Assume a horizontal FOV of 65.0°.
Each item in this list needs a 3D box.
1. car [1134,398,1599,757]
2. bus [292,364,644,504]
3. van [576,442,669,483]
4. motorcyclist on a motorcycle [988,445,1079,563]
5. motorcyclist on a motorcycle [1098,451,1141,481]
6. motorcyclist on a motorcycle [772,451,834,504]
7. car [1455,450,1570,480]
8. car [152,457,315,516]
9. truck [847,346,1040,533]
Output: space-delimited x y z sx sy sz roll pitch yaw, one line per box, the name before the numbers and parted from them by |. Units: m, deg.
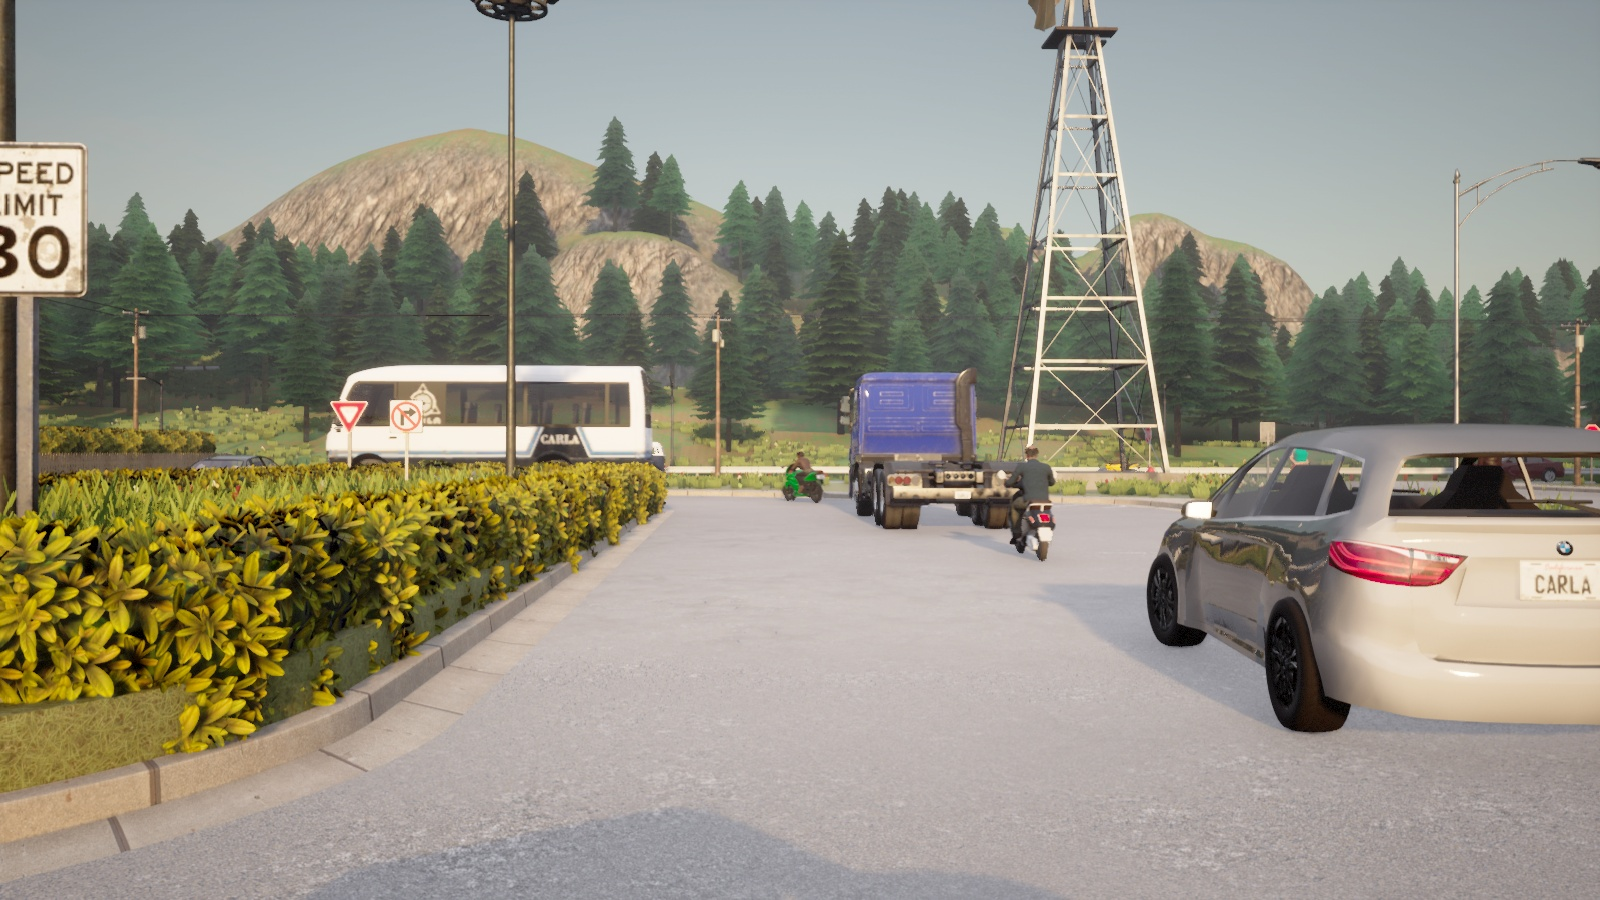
car | 3.768 0.597 8.136 2.242 1.667 4.611 0 0 4
bus | -10.327 -0.524 40.257 10.273 4.253 3.944 0 0 -2
van | -8.956 0.622 63.555 4.480 2.038 2.069 0 0 -2
motorcyclist on a motorcycle | 3.297 0.728 17.911 0.866 1.590 1.817 0 0 -3
motorcyclist on a motorcycle | 16.439 0.823 64.643 2.044 1.523 0.797 0 0 -1
motorcyclist on a motorcycle | 0.072 0.804 37.194 0.797 1.523 2.044 -1 0 -34
car | 37.100 0.772 65.454 5.008 1.535 1.882 0 0 -2
car | -14.734 0.896 33.051 2.033 1.411 5.357 0 0 -2
truck | 2.818 -0.188 27.318 2.891 3.462 7.936 0 0 -3
